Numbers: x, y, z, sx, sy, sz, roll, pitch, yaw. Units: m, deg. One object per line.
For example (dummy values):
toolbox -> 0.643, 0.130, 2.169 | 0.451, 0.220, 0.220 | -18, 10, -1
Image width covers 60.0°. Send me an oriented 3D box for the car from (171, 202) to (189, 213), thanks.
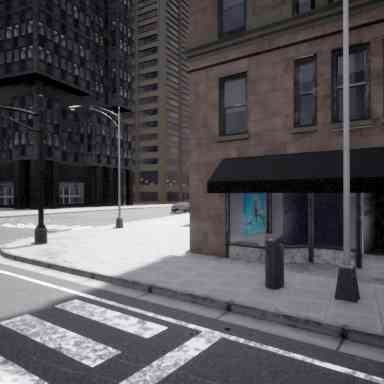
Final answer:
car -> -0.899, 1.936, 42.895 | 2.033, 1.411, 5.357 | 0, -1, 22
